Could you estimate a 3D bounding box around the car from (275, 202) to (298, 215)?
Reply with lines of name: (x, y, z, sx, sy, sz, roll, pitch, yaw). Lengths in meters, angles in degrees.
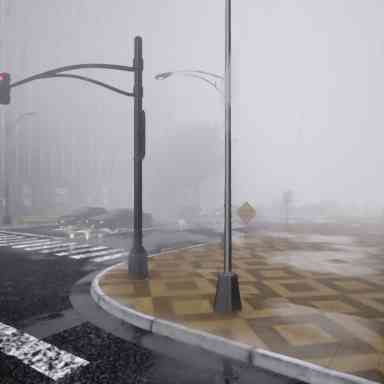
car: (13.573, 2.450, 46.230, 1.895, 1.301, 4.718, 0, -1, 33)

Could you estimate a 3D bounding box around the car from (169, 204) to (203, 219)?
car: (-0.547, 2.063, 36.527, 1.837, 1.490, 4.892, 0, -1, 33)

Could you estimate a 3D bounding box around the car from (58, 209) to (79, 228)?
car: (-7.828, 1.844, 25.166, 1.812, 1.442, 4.674, 0, -1, 31)

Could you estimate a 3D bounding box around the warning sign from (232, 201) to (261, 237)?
warning sign: (3.050, 1.454, 18.585, 1.300, 1.860, 1.060, 1, 1, 33)

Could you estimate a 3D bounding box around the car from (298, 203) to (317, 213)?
car: (19.008, 2.593, 54.795, 1.994, 1.385, 4.181, 0, -1, 33)

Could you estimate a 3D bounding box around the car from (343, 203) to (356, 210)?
car: (31.294, 2.837, 65.824, 1.812, 1.442, 4.674, 0, -1, 33)

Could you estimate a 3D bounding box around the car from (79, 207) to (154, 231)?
car: (-4.956, 1.874, 23.638, 2.033, 1.411, 5.357, 0, -1, 33)

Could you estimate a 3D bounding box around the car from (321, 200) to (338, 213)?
car: (21.762, 2.254, 53.069, 2.150, 2.045, 5.566, 0, -1, 33)

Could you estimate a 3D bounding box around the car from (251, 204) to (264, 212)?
car: (10.821, 2.537, 54.070, 1.895, 1.301, 4.718, 0, -1, 33)

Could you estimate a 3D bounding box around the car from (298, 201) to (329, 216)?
car: (16.242, 2.343, 44.378, 2.128, 1.511, 4.902, 0, -1, 33)

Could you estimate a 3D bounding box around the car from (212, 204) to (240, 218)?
car: (4.077, 2.117, 37.712, 2.128, 1.511, 4.902, 0, -1, 33)

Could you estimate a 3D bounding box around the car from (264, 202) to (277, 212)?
car: (13.591, 2.300, 52.369, 2.097, 1.767, 4.553, 0, -1, 33)
